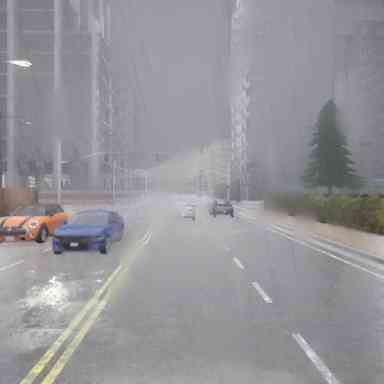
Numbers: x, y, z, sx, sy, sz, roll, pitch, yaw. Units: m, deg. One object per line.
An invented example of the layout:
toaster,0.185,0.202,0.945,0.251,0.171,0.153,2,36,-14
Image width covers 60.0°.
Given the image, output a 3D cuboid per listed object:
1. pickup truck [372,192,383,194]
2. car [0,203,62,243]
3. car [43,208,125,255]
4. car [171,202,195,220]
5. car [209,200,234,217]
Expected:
pickup truck,39.556,1.059,69.008,6.274,2.098,2.390,0,0,28
car,-7.532,1.352,15.923,2.097,1.767,4.553,0,0,-1
car,-3.958,1.477,13.481,1.882,1.535,5.008,0,0,-2
car,-0.730,1.525,27.599,1.812,1.442,4.674,0,0,-2
car,2.687,1.492,31.130,2.128,1.511,4.902,0,0,-3
